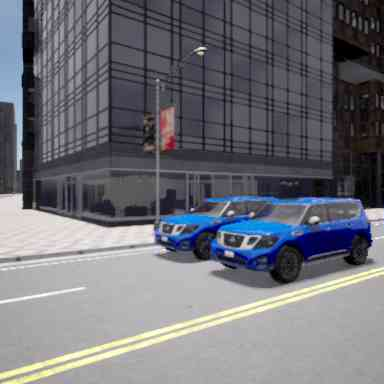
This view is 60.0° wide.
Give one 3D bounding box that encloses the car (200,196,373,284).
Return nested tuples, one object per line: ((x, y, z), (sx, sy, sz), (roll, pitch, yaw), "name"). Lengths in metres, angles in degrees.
((3.184, 1.201, 9.948), (5.566, 2.045, 2.150), (0, 0, -36), "car")

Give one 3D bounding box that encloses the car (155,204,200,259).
((1.342, 1.200, 12.628), (5.566, 2.045, 2.150), (0, 0, -35), "car")
